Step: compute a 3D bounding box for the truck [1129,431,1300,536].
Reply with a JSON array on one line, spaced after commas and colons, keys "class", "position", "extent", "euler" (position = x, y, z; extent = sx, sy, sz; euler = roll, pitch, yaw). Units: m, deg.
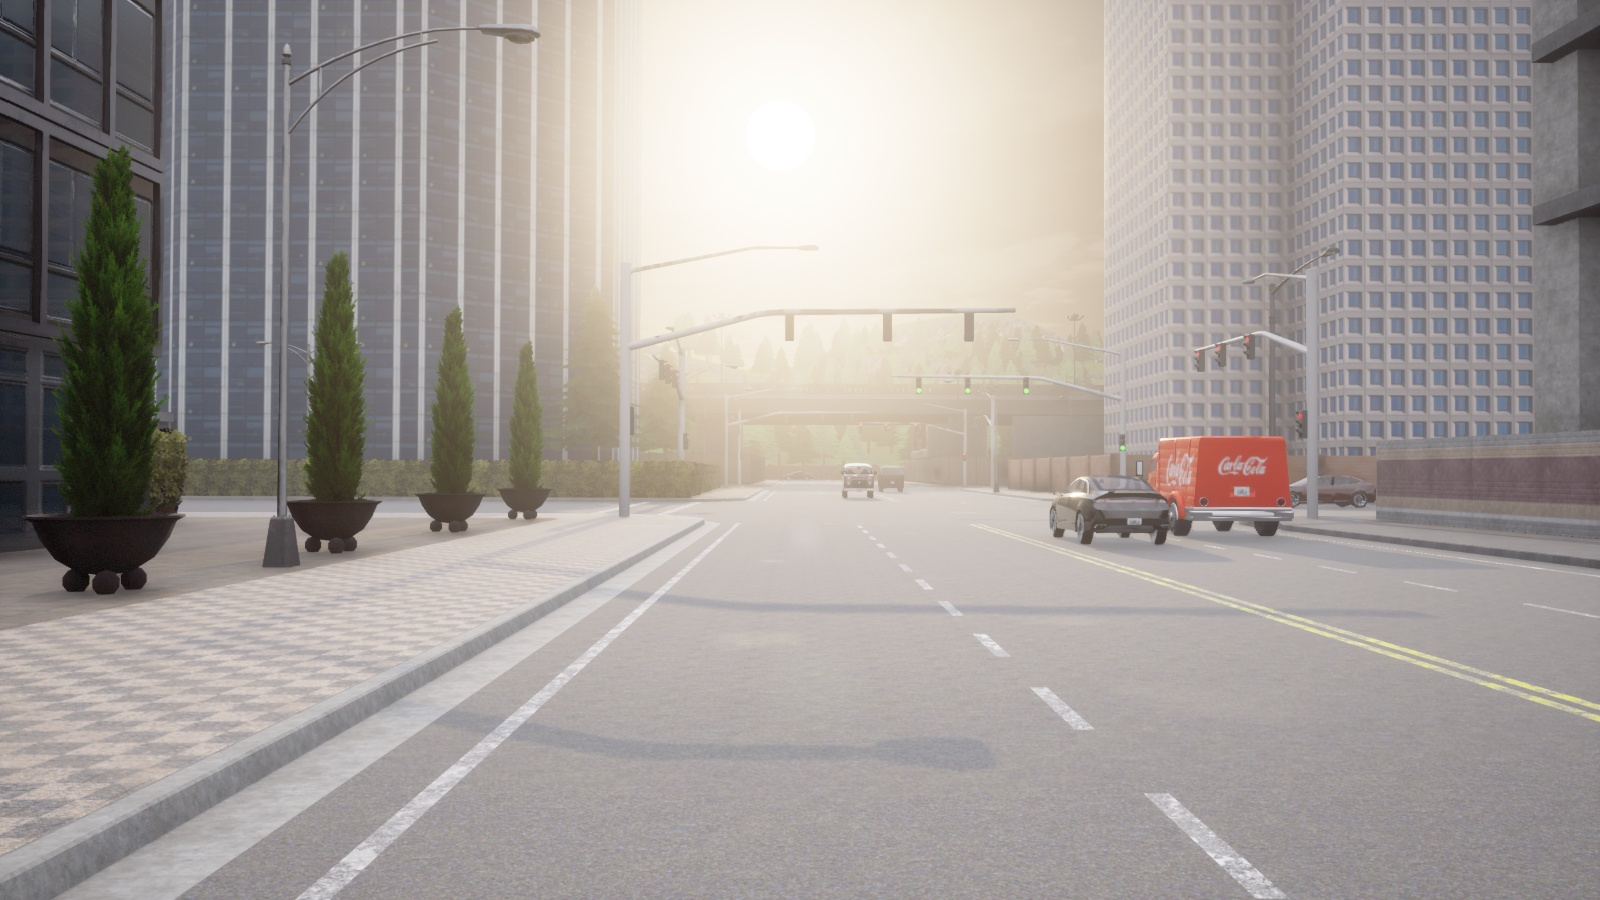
[{"class": "truck", "position": [10.448, 0.825, 32.185], "extent": [2.627, 2.467, 5.204], "euler": [0, -1, 0]}]

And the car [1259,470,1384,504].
[{"class": "car", "position": [23.678, 1.676, 57.119], "extent": [4.792, 1.488, 2.163], "euler": [0, -1, 0]}]

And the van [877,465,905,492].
[{"class": "van", "position": [6.849, 2.127, 94.728], "extent": [1.775, 1.987, 4.442], "euler": [0, -1, 0]}]

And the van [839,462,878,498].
[{"class": "van", "position": [3.382, 1.758, 73.672], "extent": [2.069, 2.038, 4.480], "euler": [0, -1, 0]}]

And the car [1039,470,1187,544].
[{"class": "car", "position": [6.955, 1.221, 28.526], "extent": [2.128, 1.511, 4.902], "euler": [0, -1, 0]}]
